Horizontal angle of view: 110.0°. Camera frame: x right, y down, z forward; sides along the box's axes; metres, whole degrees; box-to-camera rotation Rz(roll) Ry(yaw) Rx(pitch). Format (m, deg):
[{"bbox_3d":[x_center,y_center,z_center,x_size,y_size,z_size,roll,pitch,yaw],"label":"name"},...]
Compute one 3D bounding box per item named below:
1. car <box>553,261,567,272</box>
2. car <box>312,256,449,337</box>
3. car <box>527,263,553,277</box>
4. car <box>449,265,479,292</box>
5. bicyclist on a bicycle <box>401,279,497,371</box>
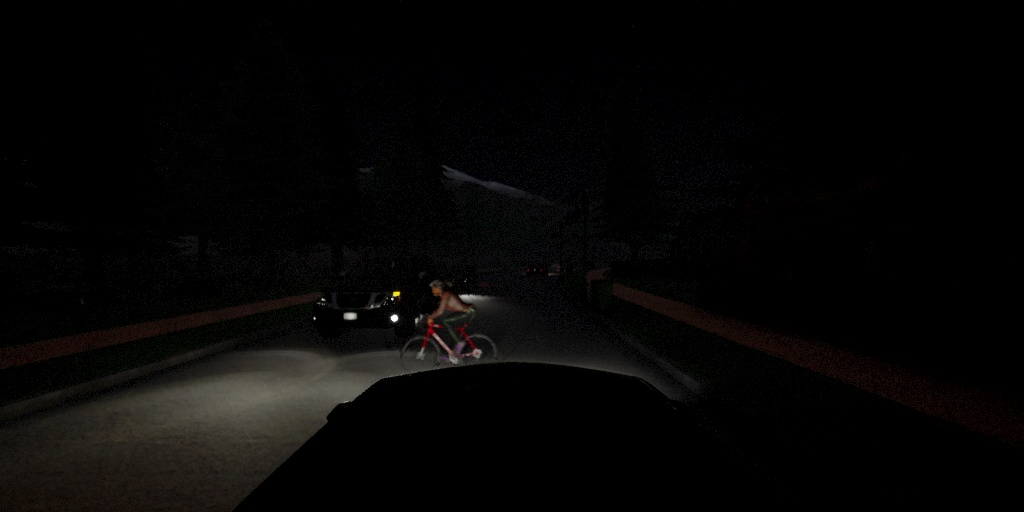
[{"bbox_3d":[6.790,1.471,51.902,1.812,1.442,4.674,0,0,19],"label":"car"},{"bbox_3d":[-3.567,1.009,10.723,2.150,2.045,5.566,0,-1,0],"label":"car"},{"bbox_3d":[2.764,1.439,37.945,2.033,1.411,5.357,0,0,12],"label":"car"},{"bbox_3d":[-3.193,1.334,22.001,1.837,1.490,4.892,0,0,4],"label":"car"},{"bbox_3d":[-1.086,1.220,6.107,1.656,1.620,0.582,-2,0,0],"label":"bicyclist on a bicycle"}]
